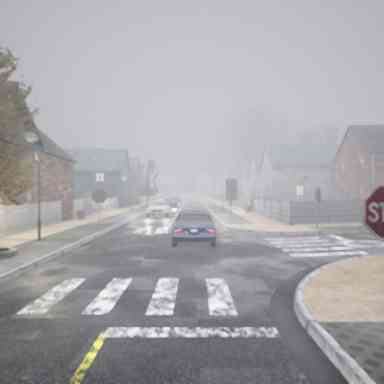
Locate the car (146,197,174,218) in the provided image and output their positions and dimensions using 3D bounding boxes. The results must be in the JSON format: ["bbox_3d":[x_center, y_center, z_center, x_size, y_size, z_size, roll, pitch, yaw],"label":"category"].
[{"bbox_3d":[-2.861,1.423,29.184,1.812,1.442,4.674,0,0,0],"label":"car"}]

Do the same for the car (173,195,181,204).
[{"bbox_3d":[-2.863,1.408,44.543,1.994,1.385,4.181,0,0,0],"label":"car"}]

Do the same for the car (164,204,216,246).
[{"bbox_3d":[0.084,1.494,14.970,2.033,1.411,5.357,0,0,0],"label":"car"}]
